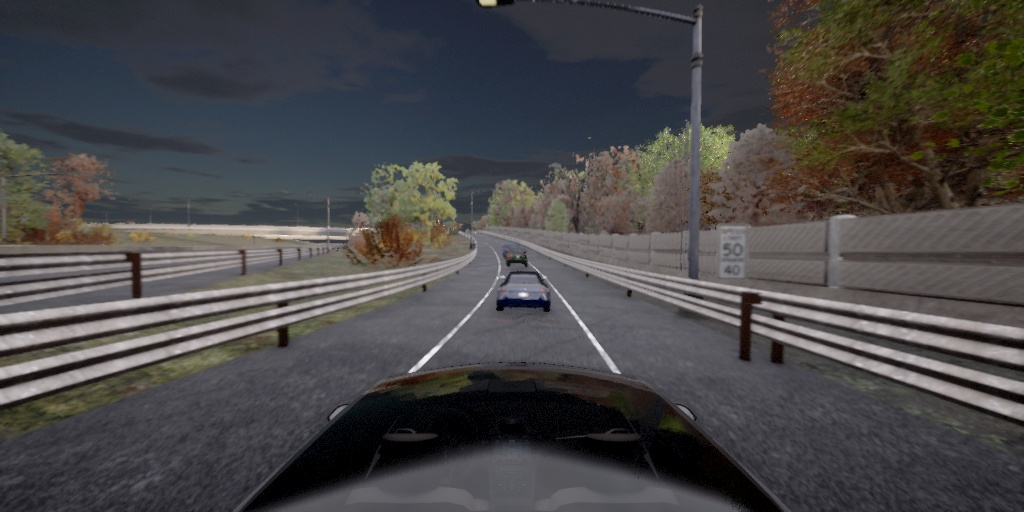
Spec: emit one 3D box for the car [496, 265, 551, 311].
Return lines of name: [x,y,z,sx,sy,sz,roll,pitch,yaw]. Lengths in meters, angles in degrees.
car: [0.451,1.261,14.247,1.994,1.385,4.181,1,1,2]

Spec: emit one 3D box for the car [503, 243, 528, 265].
car: [0.456,0.022,38.186,2.150,2.045,5.566,1,3,-3]
